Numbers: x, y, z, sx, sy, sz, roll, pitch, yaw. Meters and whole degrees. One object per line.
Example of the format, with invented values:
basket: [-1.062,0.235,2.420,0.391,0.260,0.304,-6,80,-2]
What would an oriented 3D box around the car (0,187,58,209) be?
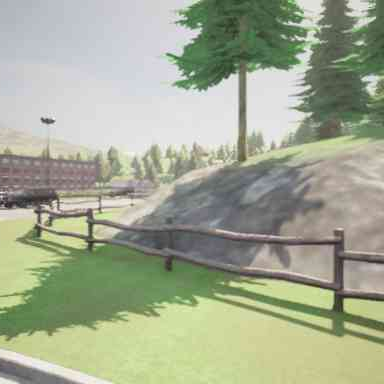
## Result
car: [-16.151,0.535,33.463,2.150,2.045,5.566,1,2,25]

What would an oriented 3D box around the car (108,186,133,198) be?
car: [-12.128,0.025,57.877,2.150,2.045,5.566,1,1,26]

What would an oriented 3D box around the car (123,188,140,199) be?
car: [-9.056,0.450,56.202,1.895,1.301,4.718,1,1,26]

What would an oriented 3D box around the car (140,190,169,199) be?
car: [-5.807,0.422,54.878,2.033,1.411,5.357,1,1,26]
